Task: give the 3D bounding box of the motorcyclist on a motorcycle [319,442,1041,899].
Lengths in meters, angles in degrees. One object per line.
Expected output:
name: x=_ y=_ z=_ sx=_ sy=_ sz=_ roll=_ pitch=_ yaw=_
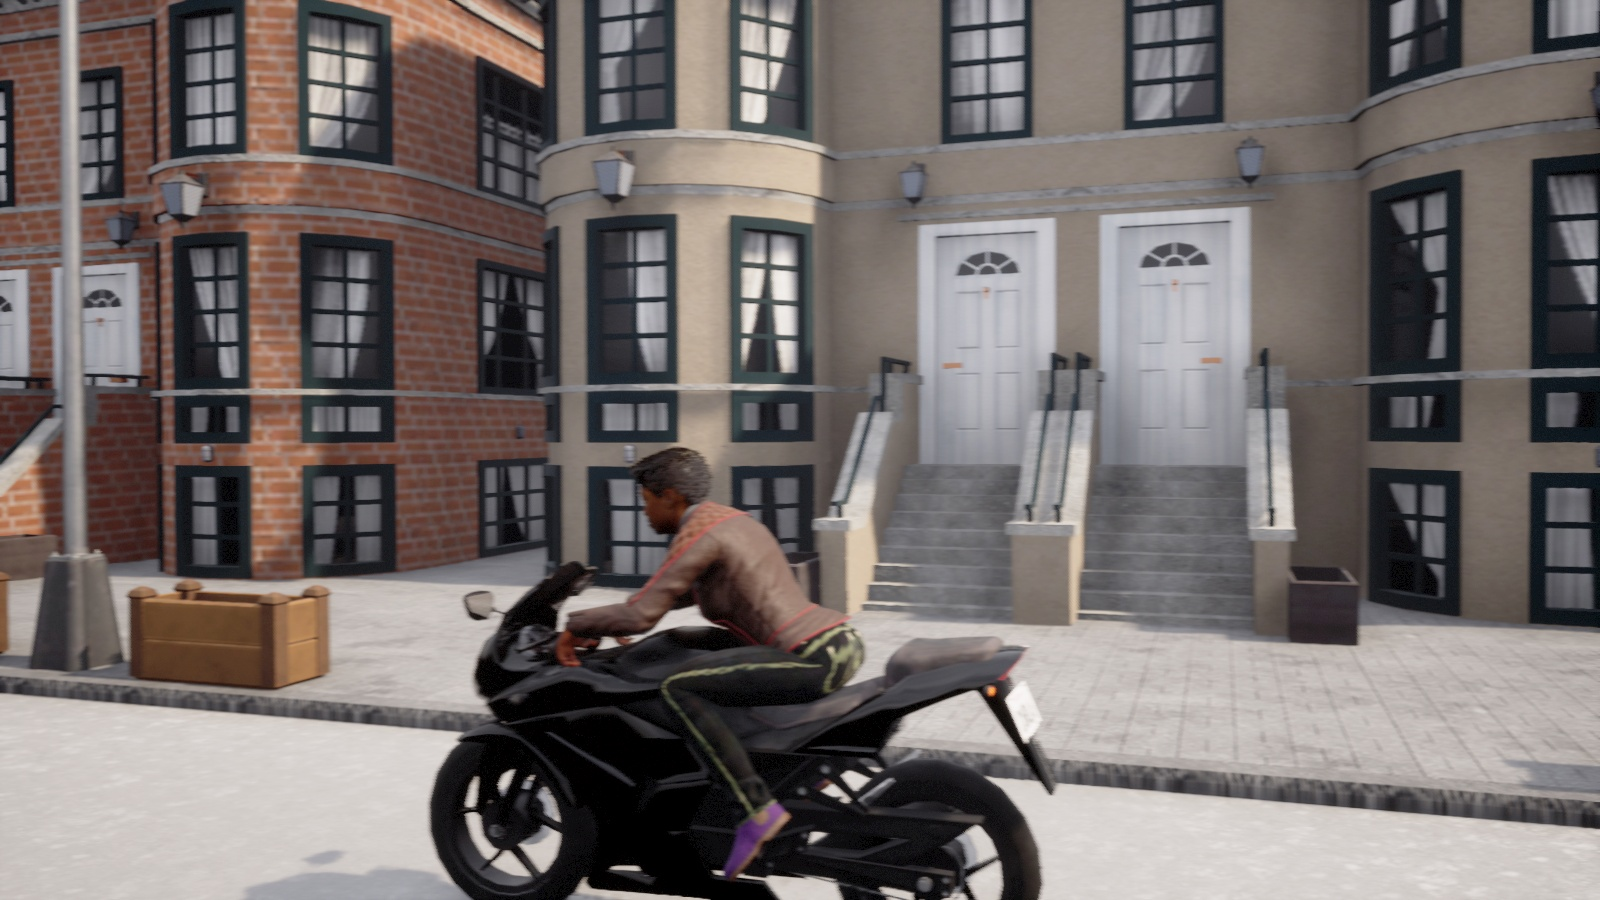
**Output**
motorcyclist on a motorcycle: x=-0.353 y=0.746 z=3.840 sx=2.044 sy=1.523 sz=0.797 roll=1 pitch=1 yaw=19
